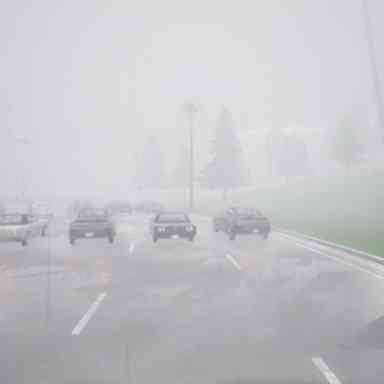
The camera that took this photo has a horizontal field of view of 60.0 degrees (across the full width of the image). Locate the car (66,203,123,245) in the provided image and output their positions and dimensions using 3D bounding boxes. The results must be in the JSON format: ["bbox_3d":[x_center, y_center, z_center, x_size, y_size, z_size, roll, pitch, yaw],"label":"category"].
[{"bbox_3d":[-4.536,1.495,15.663,2.128,1.511,4.902,0,0,-10],"label":"car"}]

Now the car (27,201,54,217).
[{"bbox_3d":[-13.510,1.533,29.577,1.812,1.442,4.674,0,0,-31],"label":"car"}]

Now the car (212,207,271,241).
[{"bbox_3d":[2.351,1.495,16.914,2.128,1.511,4.902,0,0,-10],"label":"car"}]

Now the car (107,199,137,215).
[{"bbox_3d":[-7.532,1.485,33.219,1.882,1.535,5.008,0,0,-31],"label":"car"}]

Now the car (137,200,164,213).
[{"bbox_3d":[-4.543,1.572,35.040,1.994,1.385,4.181,0,0,-31],"label":"car"}]

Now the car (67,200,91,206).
[{"bbox_3d":[-10.521,1.495,31.398,2.128,1.511,4.902,0,0,-31],"label":"car"}]

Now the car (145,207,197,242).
[{"bbox_3d":[-1.098,1.616,16.318,1.895,1.301,4.718,0,0,-10],"label":"car"}]

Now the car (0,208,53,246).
[{"bbox_3d":[-7.985,1.616,15.067,1.895,1.301,4.718,0,0,-10],"label":"car"}]

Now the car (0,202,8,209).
[{"bbox_3d":[-16.499,1.563,27.756,2.033,1.411,5.357,0,0,-31],"label":"car"}]
